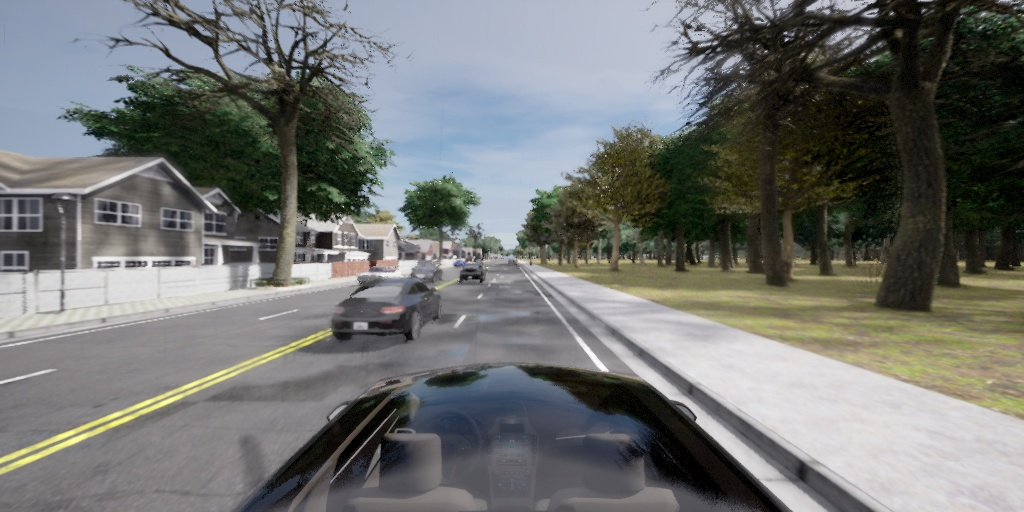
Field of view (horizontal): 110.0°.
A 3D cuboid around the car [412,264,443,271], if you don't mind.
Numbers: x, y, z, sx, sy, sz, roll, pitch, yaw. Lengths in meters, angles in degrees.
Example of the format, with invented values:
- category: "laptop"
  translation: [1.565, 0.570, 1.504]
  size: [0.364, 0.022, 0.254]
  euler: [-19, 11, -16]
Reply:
- category: "car"
  translation: [-6.593, 1.352, 28.079]
  size: [2.128, 1.511, 4.902]
  euler: [0, 0, 0]

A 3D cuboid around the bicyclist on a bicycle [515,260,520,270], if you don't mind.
- category: "bicyclist on a bicycle"
  translation: [0.901, 1.426, 59.168]
  size: [0.866, 1.612, 1.509]
  euler: [0, 0, 0]

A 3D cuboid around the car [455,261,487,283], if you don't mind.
- category: "car"
  translation: [-3.147, 1.371, 29.402]
  size: [1.837, 1.490, 4.892]
  euler: [0, 0, 0]

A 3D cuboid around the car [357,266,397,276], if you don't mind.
- category: "car"
  translation: [-9.844, 1.456, 26.877]
  size: [1.895, 1.301, 4.718]
  euler: [0, 0, 0]

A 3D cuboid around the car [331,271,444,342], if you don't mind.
- category: "car"
  translation: [-3.160, 1.310, 9.800]
  size: [1.812, 1.442, 4.674]
  euler: [0, 0, 0]
